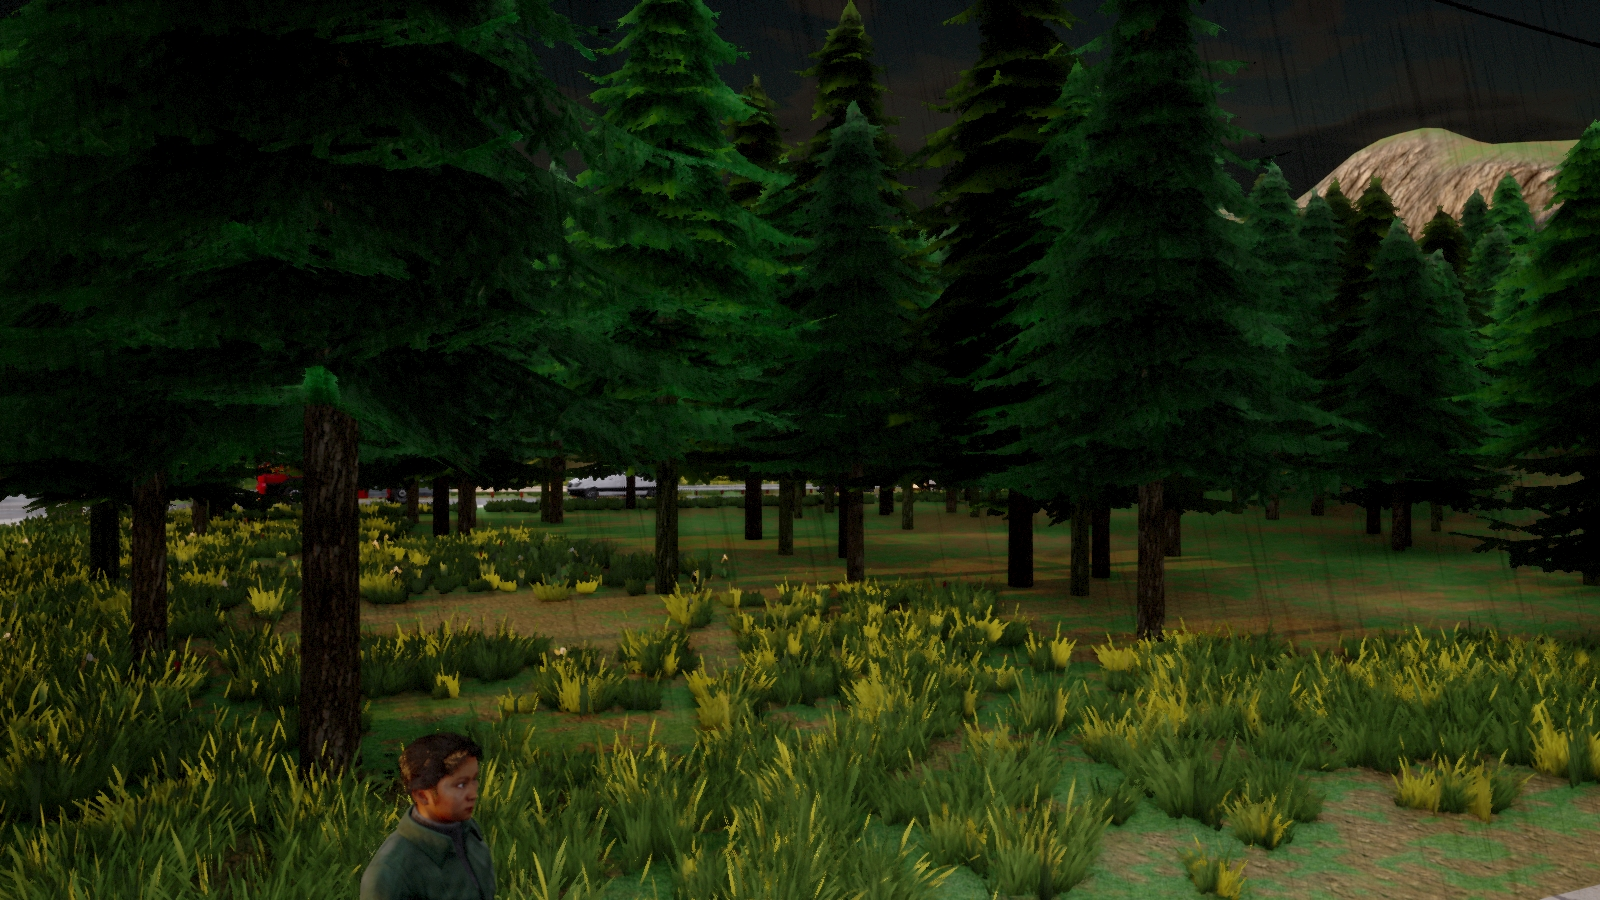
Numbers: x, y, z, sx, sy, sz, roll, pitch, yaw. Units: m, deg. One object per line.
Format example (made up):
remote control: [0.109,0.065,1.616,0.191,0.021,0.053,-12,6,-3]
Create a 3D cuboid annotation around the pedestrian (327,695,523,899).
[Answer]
pedestrian: [-1.035,1.663,3.188,0.375,1.860,0.375,0,0,14]
